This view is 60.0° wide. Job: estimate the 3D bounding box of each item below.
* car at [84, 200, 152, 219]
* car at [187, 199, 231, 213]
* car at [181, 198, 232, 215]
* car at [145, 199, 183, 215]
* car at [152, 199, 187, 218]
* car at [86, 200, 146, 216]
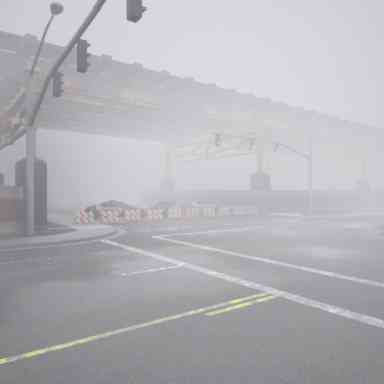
[{"bbox_3d":[-6.209,1.453,27.598,4.974,1.542,2.038,0,0,8],"label":"car"},{"bbox_3d":[1.400,1.295,34.029,4.536,1.218,1.853,0,0,-7],"label":"car"},{"bbox_3d":[1.452,1.453,34.036,4.974,1.542,2.038,0,0,-7],"label":"car"},{"bbox_3d":[-2.446,1.295,30.329,1.853,1.218,4.536,0,0,18],"label":"car"},{"bbox_3d":[-2.462,1.453,30.280,2.038,1.542,4.974,0,0,18],"label":"car"},{"bbox_3d":[-6.261,1.295,27.605,4.536,1.218,1.853,0,0,8],"label":"car"}]
